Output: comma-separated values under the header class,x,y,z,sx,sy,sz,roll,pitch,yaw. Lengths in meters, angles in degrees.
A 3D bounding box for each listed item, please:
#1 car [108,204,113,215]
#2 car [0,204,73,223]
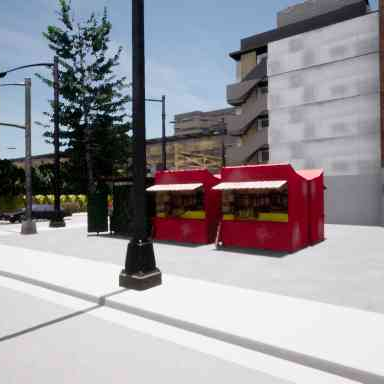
class,x,y,z,sx,sy,sz,roll,pitch,yaw
car,-6.889,1.489,34.575,2.097,1.767,4.553,-1,-1,36
car,-12.420,1.686,26.929,2.033,1.411,5.357,-1,-1,36
